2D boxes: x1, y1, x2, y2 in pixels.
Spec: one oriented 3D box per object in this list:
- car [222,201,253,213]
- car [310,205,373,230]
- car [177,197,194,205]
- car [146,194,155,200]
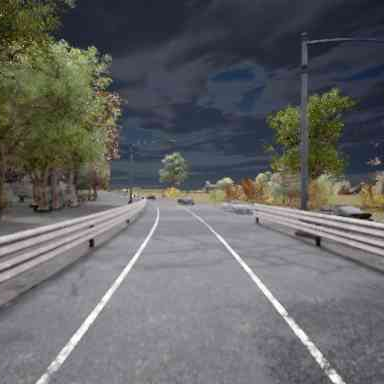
[{"bbox_3d":[5.005,1.639,37.691,1.895,1.301,4.718,2,0,-17],"label":"car"},{"bbox_3d":[9.683,1.624,22.386,1.882,1.535,5.008,0,0,-17],"label":"car"},{"bbox_3d":[-1.199,1.527,57.838,2.033,1.411,5.357,0,0,-17],"label":"car"},{"bbox_3d":[-11.267,1.350,90.668,1.837,1.490,4.892,0,0,-17],"label":"car"}]
